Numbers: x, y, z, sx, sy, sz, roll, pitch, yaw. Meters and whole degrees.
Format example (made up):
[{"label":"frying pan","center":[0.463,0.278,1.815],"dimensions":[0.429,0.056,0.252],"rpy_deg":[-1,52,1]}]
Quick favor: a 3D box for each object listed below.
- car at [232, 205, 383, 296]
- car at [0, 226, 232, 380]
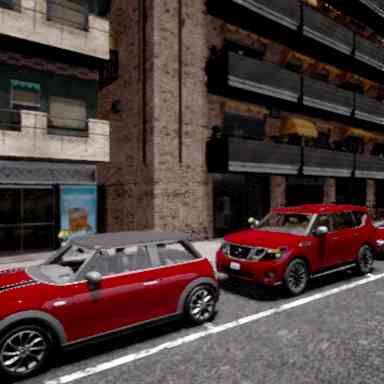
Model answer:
[{"label":"car","center":[2.976,1.295,8.794],"dimensions":[5.009,1.841,2.192],"rpy_deg":[0,0,-36]},{"label":"car","center":[-1.564,1.445,5.454],"dimensions":[4.097,1.590,1.967],"rpy_deg":[0,0,-36]}]
